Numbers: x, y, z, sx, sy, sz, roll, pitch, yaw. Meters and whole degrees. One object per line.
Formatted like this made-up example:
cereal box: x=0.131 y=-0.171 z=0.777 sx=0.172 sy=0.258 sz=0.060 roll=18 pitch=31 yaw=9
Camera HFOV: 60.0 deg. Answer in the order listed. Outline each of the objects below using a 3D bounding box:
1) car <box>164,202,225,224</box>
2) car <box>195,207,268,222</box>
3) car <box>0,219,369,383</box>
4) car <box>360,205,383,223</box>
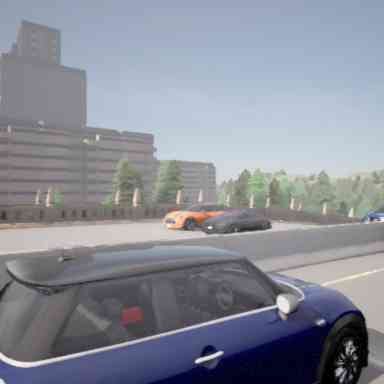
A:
car: x=0.466 y=1.524 z=21.515 sx=4.553 sy=1.767 sz=2.097 roll=2 pitch=-1 yaw=-35
car: x=2.579 y=1.738 z=18.723 sx=4.181 sy=1.385 sz=1.994 roll=2 pitch=-1 yaw=-35
car: x=0.007 y=1.375 z=3.750 sx=4.553 sy=1.767 sz=2.097 roll=1 pitch=-1 yaw=-35
car: x=13.590 y=1.901 z=22.273 sx=5.566 sy=2.045 sz=2.150 roll=5 pitch=-3 yaw=-35
